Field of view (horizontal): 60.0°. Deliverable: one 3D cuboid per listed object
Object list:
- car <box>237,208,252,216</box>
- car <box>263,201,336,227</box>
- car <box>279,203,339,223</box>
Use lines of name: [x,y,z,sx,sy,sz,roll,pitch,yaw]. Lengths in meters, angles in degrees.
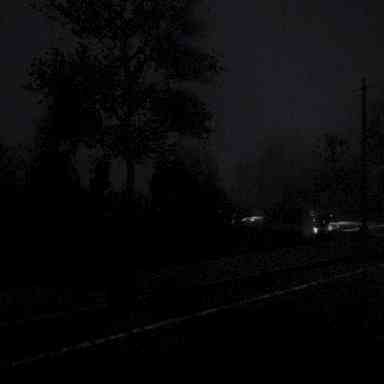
car: [3.929,1.769,33.222,1.994,1.385,4.181,0,-1,-41]
car: [7.309,1.426,23.648,2.097,1.767,4.553,0,-1,-38]
car: [9.323,1.651,26.772,1.994,1.385,4.181,0,-1,-39]
